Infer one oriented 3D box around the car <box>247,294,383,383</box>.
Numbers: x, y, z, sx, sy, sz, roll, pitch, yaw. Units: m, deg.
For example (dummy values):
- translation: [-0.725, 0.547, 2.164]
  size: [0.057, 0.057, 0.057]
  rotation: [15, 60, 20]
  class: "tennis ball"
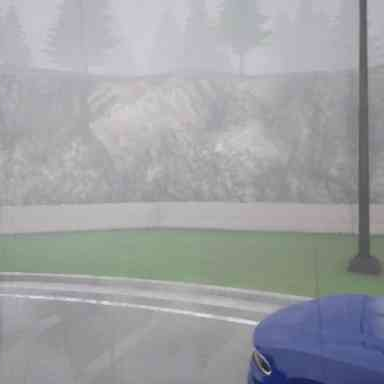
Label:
- translation: [2.734, 1.371, 2.021]
  size: [5.008, 1.535, 1.882]
  rotation: [0, 1, 39]
  class: "car"
